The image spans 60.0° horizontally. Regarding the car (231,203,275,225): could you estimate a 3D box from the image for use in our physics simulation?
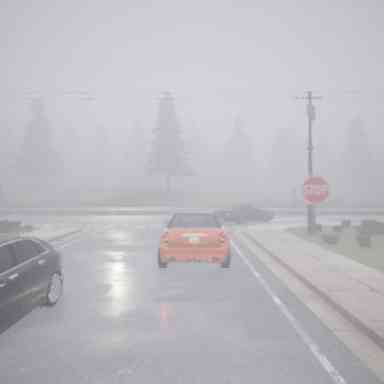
[{"bbox_3d":[3.677,1.505,23.663,5.357,1.411,2.033,0,0,-43],"label":"car"}]

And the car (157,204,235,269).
[{"bbox_3d":[0.071,1.332,11.288,2.097,1.767,4.553,0,0,0],"label":"car"}]

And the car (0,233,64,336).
[{"bbox_3d":[-3.588,1.495,5.120,1.837,1.490,4.892,0,0,0],"label":"car"}]
